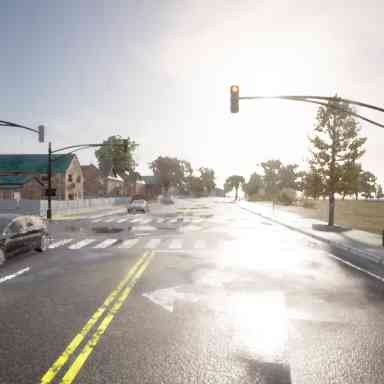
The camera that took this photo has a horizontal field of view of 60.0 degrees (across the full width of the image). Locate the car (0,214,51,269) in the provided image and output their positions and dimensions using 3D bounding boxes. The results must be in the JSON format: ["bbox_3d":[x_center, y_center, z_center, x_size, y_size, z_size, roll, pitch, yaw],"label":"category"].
[{"bbox_3d":[-6.422,1.533,11.052,1.837,1.490,4.892,0,0,1],"label":"car"}]

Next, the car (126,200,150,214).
[{"bbox_3d":[-5.773,1.586,36.191,1.812,1.442,4.674,0,0,2],"label":"car"}]

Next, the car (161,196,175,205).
[{"bbox_3d":[-4.457,1.457,61.134,2.097,1.767,4.553,0,0,4],"label":"car"}]
